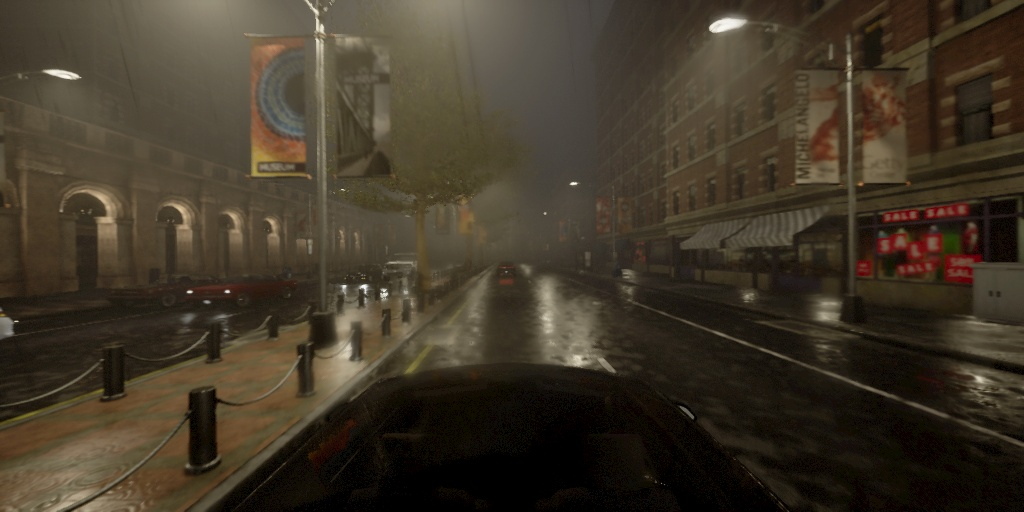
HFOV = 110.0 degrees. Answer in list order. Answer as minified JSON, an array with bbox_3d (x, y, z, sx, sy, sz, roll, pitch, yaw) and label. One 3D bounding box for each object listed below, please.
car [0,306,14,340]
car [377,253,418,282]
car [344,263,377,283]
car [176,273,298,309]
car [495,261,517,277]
[{"bbox_3d":[-11.639,1.397,5.732,1.812,1.442,4.674,-1,0,-1],"label":"car"},{"bbox_3d":[-8.445,0.769,28.459,2.150,2.045,5.566,-1,0,-1],"label":"car"},{"bbox_3d":[-12.037,1.365,29.611,1.837,1.490,4.892,-1,1,-1],"label":"car"},{"bbox_3d":[-11.819,1.469,16.063,1.895,1.301,4.718,-1,0,-1],"label":"car"},{"bbox_3d":[-0.560,1.243,35.911,1.837,1.490,4.892,-1,0,-1],"label":"car"}]
